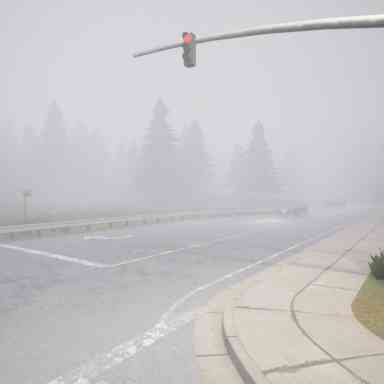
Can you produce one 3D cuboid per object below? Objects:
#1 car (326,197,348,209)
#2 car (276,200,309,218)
[{"bbox_3d":[19.321,1.375,44.351,1.882,1.535,5.008,0,0,36],"label":"car"},{"bbox_3d":[9.237,1.476,30.386,2.128,1.511,4.902,0,0,35],"label":"car"}]
